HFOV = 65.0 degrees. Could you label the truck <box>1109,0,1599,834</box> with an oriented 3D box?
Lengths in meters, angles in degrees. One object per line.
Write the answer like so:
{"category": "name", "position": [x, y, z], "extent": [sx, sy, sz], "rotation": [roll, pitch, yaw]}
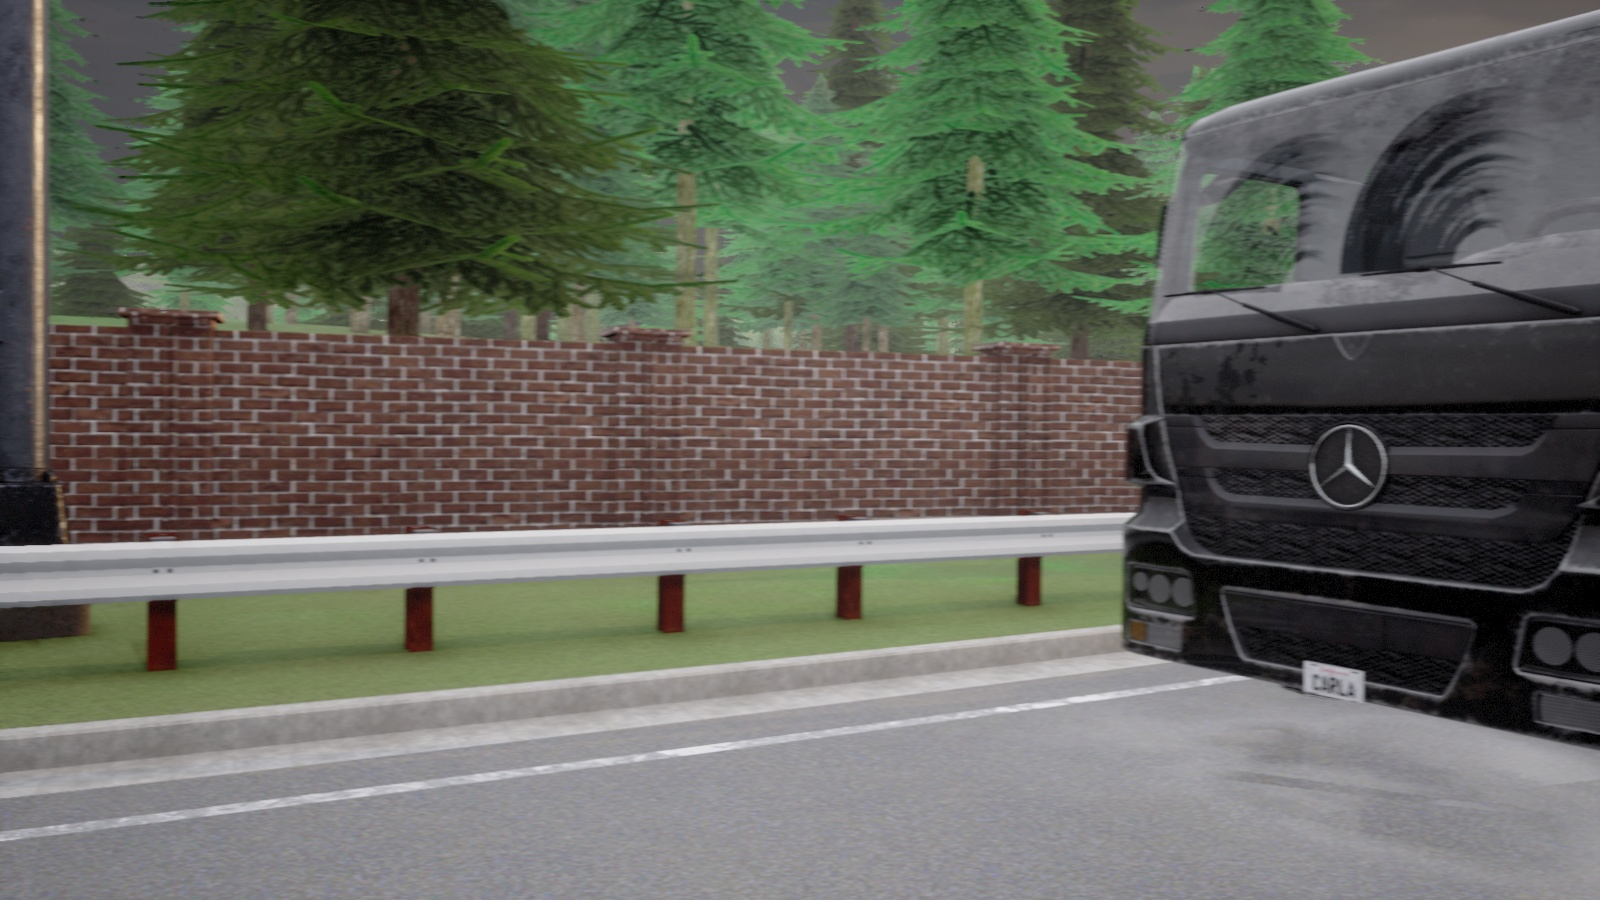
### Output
{"category": "truck", "position": [5.801, -0.372, 7.648], "extent": [7.936, 3.462, 2.891], "rotation": [-1, 1, -32]}
